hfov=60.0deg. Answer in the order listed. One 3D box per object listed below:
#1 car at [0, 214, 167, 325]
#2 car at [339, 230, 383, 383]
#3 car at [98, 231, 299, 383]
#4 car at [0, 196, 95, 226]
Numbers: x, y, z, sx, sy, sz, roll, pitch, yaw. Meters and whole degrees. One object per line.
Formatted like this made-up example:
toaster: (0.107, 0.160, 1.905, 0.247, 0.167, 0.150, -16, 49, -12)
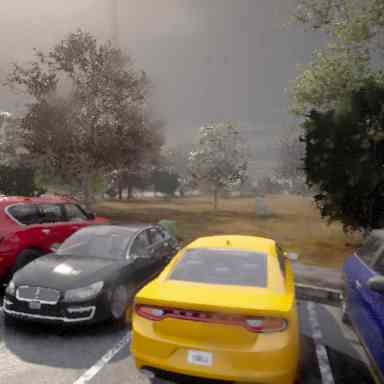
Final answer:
car: (-1.705, 1.435, 7.305, 2.231, 1.521, 4.892, 1, 0, 15)
car: (3.158, 1.365, 3.900, 2.185, 1.767, 4.553, 1, 0, 15)
car: (0.716, 1.465, 5.587, 2.097, 1.535, 5.008, 1, 0, 15)
car: (-4.145, 1.141, 9.030, 2.435, 2.045, 5.566, 1, 0, 15)
